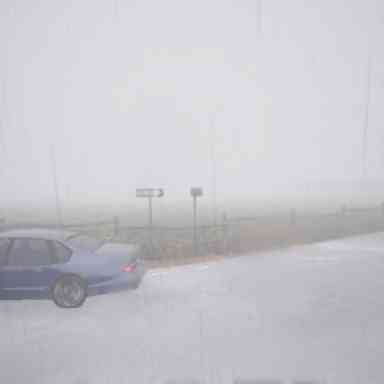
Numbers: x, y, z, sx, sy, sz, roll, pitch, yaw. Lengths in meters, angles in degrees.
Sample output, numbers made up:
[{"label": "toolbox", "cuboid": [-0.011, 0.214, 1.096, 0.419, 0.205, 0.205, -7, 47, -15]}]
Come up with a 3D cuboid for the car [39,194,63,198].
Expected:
[{"label": "car", "cuboid": [-33.313, 1.366, 79.674, 4.611, 1.667, 2.242, -1, 0, -35]}]

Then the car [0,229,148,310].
[{"label": "car", "cuboid": [-3.682, 1.545, 7.132, 5.357, 1.411, 2.033, -1, 1, -2]}]
